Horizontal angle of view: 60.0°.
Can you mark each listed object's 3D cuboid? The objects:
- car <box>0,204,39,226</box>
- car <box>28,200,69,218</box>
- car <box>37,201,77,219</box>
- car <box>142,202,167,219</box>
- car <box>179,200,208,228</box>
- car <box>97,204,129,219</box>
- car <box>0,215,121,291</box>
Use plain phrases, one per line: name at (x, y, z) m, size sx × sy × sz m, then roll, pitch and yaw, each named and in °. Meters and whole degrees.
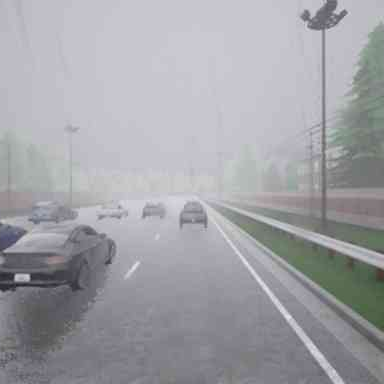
car at (-6.903, 1.397, 10.226) m, size 2.097 × 1.767 × 4.553 m, roll 0°, pitch 0°, yaw 0°
car at (-13.910, 1.621, 32.529) m, size 1.882 × 1.535 × 5.008 m, roll 0°, pitch 0°, yaw 0°
car at (-10.407, 1.659, 25.268) m, size 2.033 × 1.411 × 5.357 m, roll 0°, pitch 0°, yaw 0°
car at (-3.409, 1.628, 30.804) m, size 2.128 × 1.511 × 4.902 m, roll 0°, pitch 0°, yaw 0°
car at (0.093, 1.595, 23.307) m, size 2.128 × 1.511 × 4.902 m, roll 0°, pitch 0°, yaw 0°
car at (-6.909, 1.732, 29.592) m, size 1.895 × 1.301 × 4.718 m, roll 0°, pitch 0°, yaw 0°
car at (-3.416, 1.566, 8.983) m, size 1.812 × 1.442 × 4.674 m, roll 0°, pitch 0°, yaw 0°
